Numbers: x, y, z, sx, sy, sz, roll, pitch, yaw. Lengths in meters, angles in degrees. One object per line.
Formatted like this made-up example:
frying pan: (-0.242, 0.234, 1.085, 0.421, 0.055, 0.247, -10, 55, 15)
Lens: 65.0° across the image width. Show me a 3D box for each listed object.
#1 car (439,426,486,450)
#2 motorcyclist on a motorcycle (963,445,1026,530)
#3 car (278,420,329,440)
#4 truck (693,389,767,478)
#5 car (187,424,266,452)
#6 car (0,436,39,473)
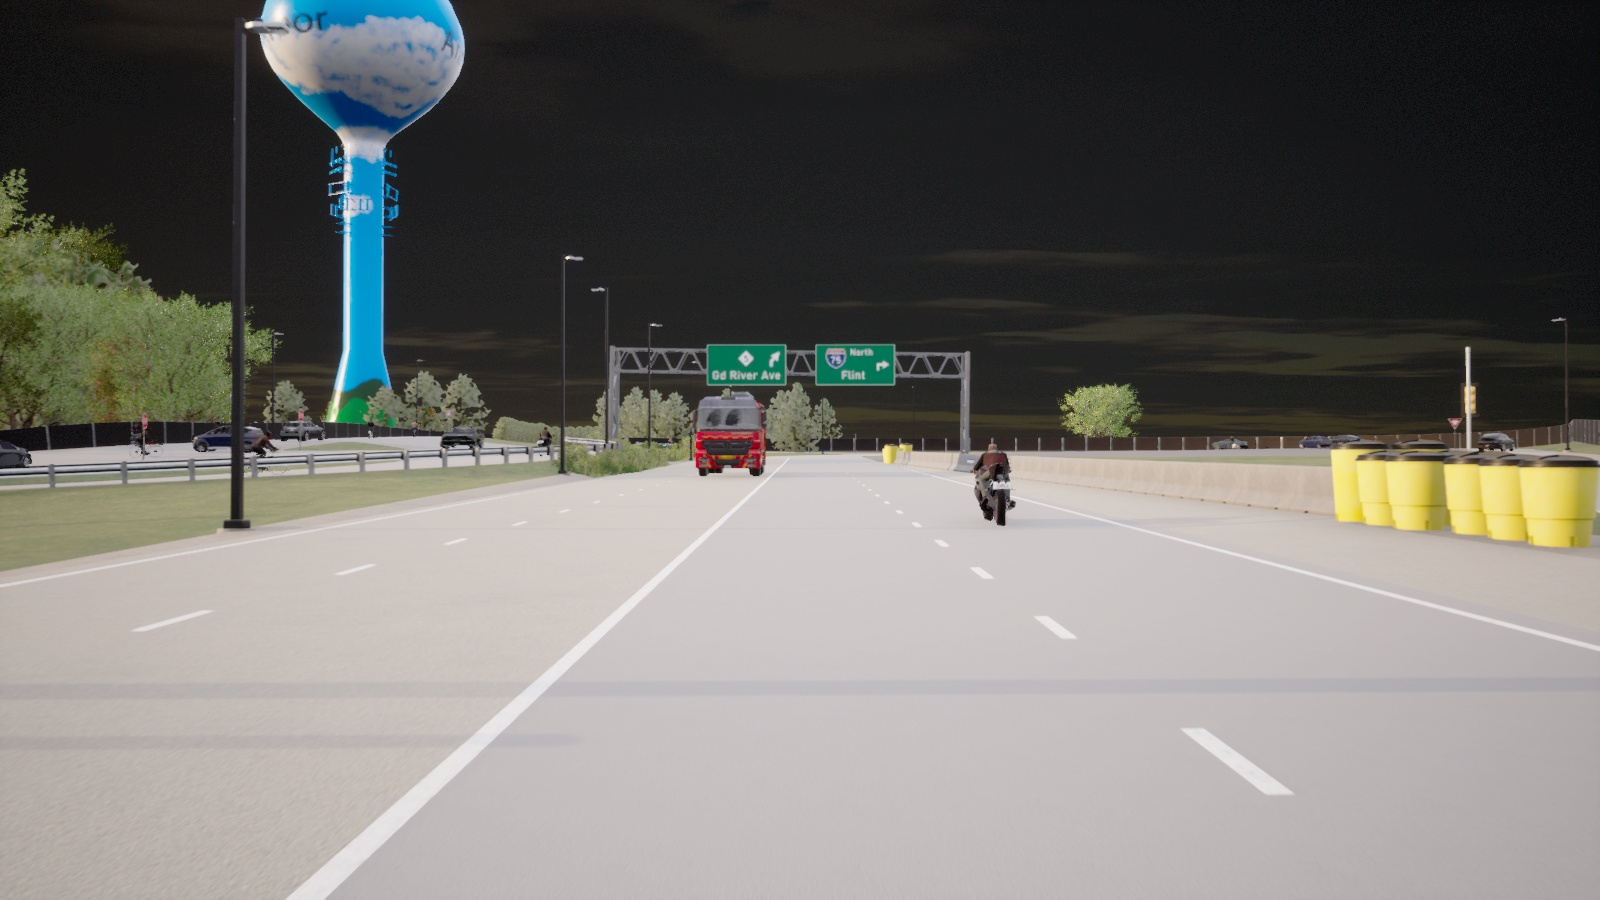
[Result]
car: (-20.307, -0.751, 75.669, 1.895, 1.301, 4.718, 0, 2, -4)
motorcyclist on a motorcycle: (3.651, 0.662, 23.724, 0.866, 1.530, 2.191, 0, 0, 0)
car: (-36.427, -1.482, 92.257, 1.970, 1.475, 3.806, 0, 2, 5)
truck: (-3.148, -0.742, 58.592, 2.891, 3.827, 8.468, 0, 0, 0)
car: (-32.773, -0.683, 71.812, 3.705, 1.549, 1.789, 0, 3, -5)
car: (-36.375, 0.198, 56.637, 1.845, 1.501, 3.633, 0, 3, 1)
